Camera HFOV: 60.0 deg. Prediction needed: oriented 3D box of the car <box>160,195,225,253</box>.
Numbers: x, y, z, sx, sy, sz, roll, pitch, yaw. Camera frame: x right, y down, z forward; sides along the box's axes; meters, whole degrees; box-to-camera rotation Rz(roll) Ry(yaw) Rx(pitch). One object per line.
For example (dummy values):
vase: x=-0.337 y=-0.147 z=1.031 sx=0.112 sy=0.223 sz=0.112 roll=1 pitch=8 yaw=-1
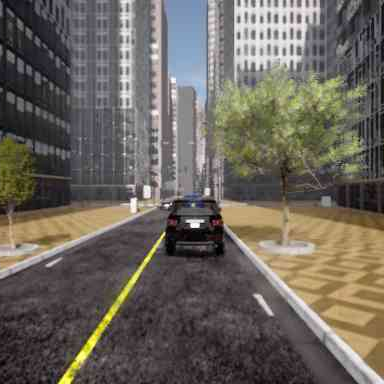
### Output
car: x=0.101 y=1.237 z=13.872 sx=2.150 sy=2.045 sz=5.566 roll=0 pitch=0 yaw=0

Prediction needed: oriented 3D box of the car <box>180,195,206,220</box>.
car: x=0.100 y=1.268 z=30.175 sx=2.150 sy=2.045 sz=5.566 roll=0 pitch=0 yaw=0
